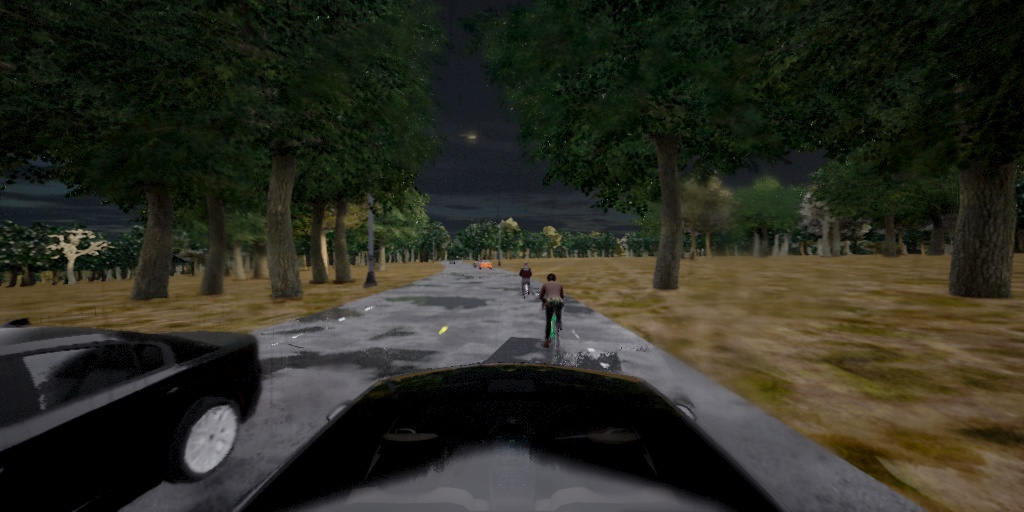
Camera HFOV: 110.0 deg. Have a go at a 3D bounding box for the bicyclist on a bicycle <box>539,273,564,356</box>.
[{"bbox_3d":[0.873,1.209,7.724,0.582,1.620,1.656,0,0,-1],"label":"bicyclist on a bicycle"}]

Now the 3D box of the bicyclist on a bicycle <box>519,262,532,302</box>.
[{"bbox_3d":[0.618,1.148,16.322,0.659,1.776,1.843,0,0,-2],"label":"bicyclist on a bicycle"}]

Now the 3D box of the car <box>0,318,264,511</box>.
[{"bbox_3d":[-3.635,1.228,1.812,1.882,1.535,5.008,0,0,0],"label":"car"}]

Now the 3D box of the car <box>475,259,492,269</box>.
[{"bbox_3d":[-4.729,1.378,61.877,2.097,1.767,4.553,0,0,-9],"label":"car"}]
